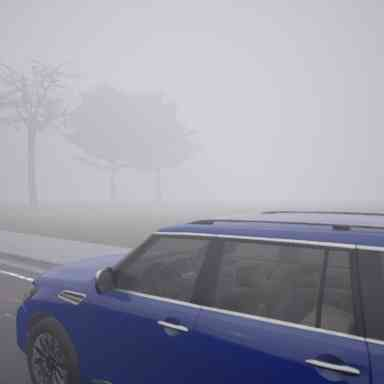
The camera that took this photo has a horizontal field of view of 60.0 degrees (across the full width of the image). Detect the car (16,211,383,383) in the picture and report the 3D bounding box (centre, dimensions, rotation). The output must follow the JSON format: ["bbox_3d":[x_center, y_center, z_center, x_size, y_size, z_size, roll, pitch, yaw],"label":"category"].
[{"bbox_3d":[0.541,1.221,3.307,5.566,2.045,2.150,0,0,35],"label":"car"}]
